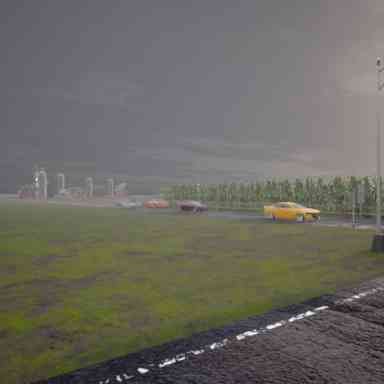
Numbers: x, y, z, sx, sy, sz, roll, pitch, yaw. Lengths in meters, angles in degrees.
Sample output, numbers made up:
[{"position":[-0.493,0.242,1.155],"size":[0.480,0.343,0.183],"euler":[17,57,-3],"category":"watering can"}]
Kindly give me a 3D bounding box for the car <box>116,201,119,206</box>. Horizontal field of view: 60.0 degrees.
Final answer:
[{"position":[-13.329,2.123,64.969],"size":[1.994,1.385,4.181],"euler":[0,-1,-34],"category":"car"}]

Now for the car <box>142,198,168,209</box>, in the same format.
[{"position":[-5.816,1.792,53.958],"size":[2.097,1.767,4.553],"euler":[0,0,-34],"category":"car"}]

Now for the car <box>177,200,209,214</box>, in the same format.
[{"position":[0.071,1.766,40.083],"size":[1.882,1.535,5.008],"euler":[0,-1,-34],"category":"car"}]

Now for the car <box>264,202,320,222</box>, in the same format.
[{"position":[8.326,1.633,27.972],"size":[1.882,1.535,5.008],"euler":[0,-1,-34],"category":"car"}]

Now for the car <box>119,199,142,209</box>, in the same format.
[{"position":[-9.799,2.053,54.715],"size":[1.895,1.301,4.718],"euler":[0,-1,-34],"category":"car"}]
